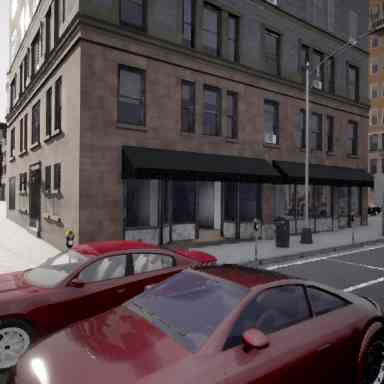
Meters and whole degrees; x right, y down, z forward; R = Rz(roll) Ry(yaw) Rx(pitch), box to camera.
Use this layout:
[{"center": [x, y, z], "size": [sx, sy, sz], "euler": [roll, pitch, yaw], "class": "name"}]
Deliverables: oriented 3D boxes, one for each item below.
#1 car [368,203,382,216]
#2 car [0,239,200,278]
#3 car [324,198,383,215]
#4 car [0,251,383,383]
[{"center": [14.468, 1.443, 30.161], "size": [1.895, 1.301, 4.718], "euler": [1, 0, -35], "class": "car"}, {"center": [-1.574, 1.545, 5.630], "size": [4.507, 1.381, 1.887], "euler": [0, 1, -35], "class": "car"}, {"center": [16.234, 1.411, 33.312], "size": [2.033, 1.411, 5.357], "euler": [1, 0, -35], "class": "car"}, {"center": [0.338, 1.564, 3.602], "size": [4.181, 1.385, 1.994], "euler": [0, 0, -35], "class": "car"}]
